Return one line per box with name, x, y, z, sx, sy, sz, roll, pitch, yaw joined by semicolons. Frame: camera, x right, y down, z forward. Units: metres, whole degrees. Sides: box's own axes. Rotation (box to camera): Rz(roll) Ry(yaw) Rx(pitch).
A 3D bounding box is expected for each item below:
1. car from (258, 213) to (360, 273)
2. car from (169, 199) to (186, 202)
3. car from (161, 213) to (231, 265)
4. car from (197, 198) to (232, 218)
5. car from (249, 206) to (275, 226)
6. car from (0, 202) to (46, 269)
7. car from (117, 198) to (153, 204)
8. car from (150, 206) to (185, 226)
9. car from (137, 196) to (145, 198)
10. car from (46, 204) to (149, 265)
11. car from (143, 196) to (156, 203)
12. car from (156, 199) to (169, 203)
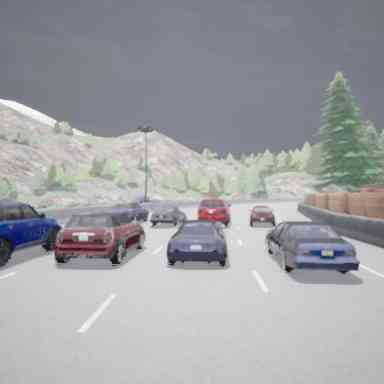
car;3.698;1.664;11.154;2.033;1.411;5.357;0;-1;4
car;-2.456;2.328;71.213;1.895;1.301;4.718;0;-1;25
car;0.290;1.692;12.239;1.994;1.385;4.181;0;-1;5
car;1.734;1.486;25.190;2.150;2.045;5.566;0;0;10
car;5.441;1.794;25.946;1.812;1.442;4.674;0;0;10
car;-6.779;1.347;11.826;2.150;2.045;5.566;0;0;4
car;-5.024;1.630;27.059;2.097;1.767;4.553;0;-1;10
car;-1.736;1.813;25.652;2.033;1.411;5.357;0;-1;10
car;-11.664;2.009;76.294;2.150;2.045;5.566;0;-1;25
car;-3.200;1.480;12.462;2.097;1.767;4.553;0;-1;5
car;-8.583;2.291;74.626;1.812;1.442;4.674;0;-1;25
car;-5.513;2.303;72.934;1.994;1.385;4.181;0;-1;25
